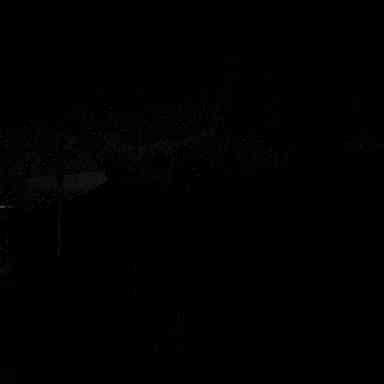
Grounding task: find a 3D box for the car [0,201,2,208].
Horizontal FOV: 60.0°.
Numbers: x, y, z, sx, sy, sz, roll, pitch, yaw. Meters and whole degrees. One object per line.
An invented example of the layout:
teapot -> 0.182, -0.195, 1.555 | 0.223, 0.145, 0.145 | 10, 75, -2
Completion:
car -> -22.114, 1.090, 35.659 | 1.812, 1.442, 4.674 | 1, 1, -10
